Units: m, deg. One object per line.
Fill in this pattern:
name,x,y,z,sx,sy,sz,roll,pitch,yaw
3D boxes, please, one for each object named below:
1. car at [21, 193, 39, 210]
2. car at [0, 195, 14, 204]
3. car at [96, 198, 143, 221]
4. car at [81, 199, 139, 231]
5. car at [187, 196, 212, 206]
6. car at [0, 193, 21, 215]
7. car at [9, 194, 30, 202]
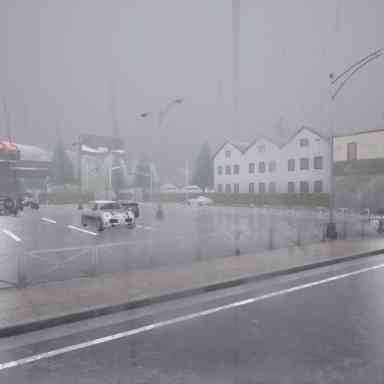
car,-19.144,1.092,38.634,1.905,1.878,3.866,0,0,-36
car,-38.452,1.495,66.625,4.611,1.667,2.242,0,0,-36
car,-5.781,1.313,26.205,2.007,1.523,4.514,0,0,-36
car,-4.667,1.248,18.340,1.970,1.475,3.806,0,0,-36
car,1.158,1.349,49.294,1.812,1.442,4.674,0,0,-35
car,-17.247,1.113,30.321,1.932,1.855,4.605,0,0,-36
car,-38.211,1.328,73.753,3.866,1.878,1.905,0,0,-36
